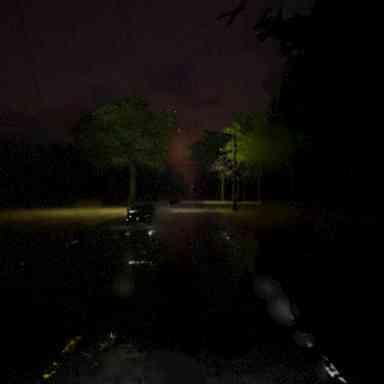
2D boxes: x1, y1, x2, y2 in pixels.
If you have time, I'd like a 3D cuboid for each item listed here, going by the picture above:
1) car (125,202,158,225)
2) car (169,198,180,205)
[{"bbox_3d":[-3.589,1.539,24.336,1.837,1.490,4.892,0,0,0],"label":"car"},{"bbox_3d":[-3.482,1.911,65.929,1.994,1.385,4.181,0,0,0],"label":"car"}]
